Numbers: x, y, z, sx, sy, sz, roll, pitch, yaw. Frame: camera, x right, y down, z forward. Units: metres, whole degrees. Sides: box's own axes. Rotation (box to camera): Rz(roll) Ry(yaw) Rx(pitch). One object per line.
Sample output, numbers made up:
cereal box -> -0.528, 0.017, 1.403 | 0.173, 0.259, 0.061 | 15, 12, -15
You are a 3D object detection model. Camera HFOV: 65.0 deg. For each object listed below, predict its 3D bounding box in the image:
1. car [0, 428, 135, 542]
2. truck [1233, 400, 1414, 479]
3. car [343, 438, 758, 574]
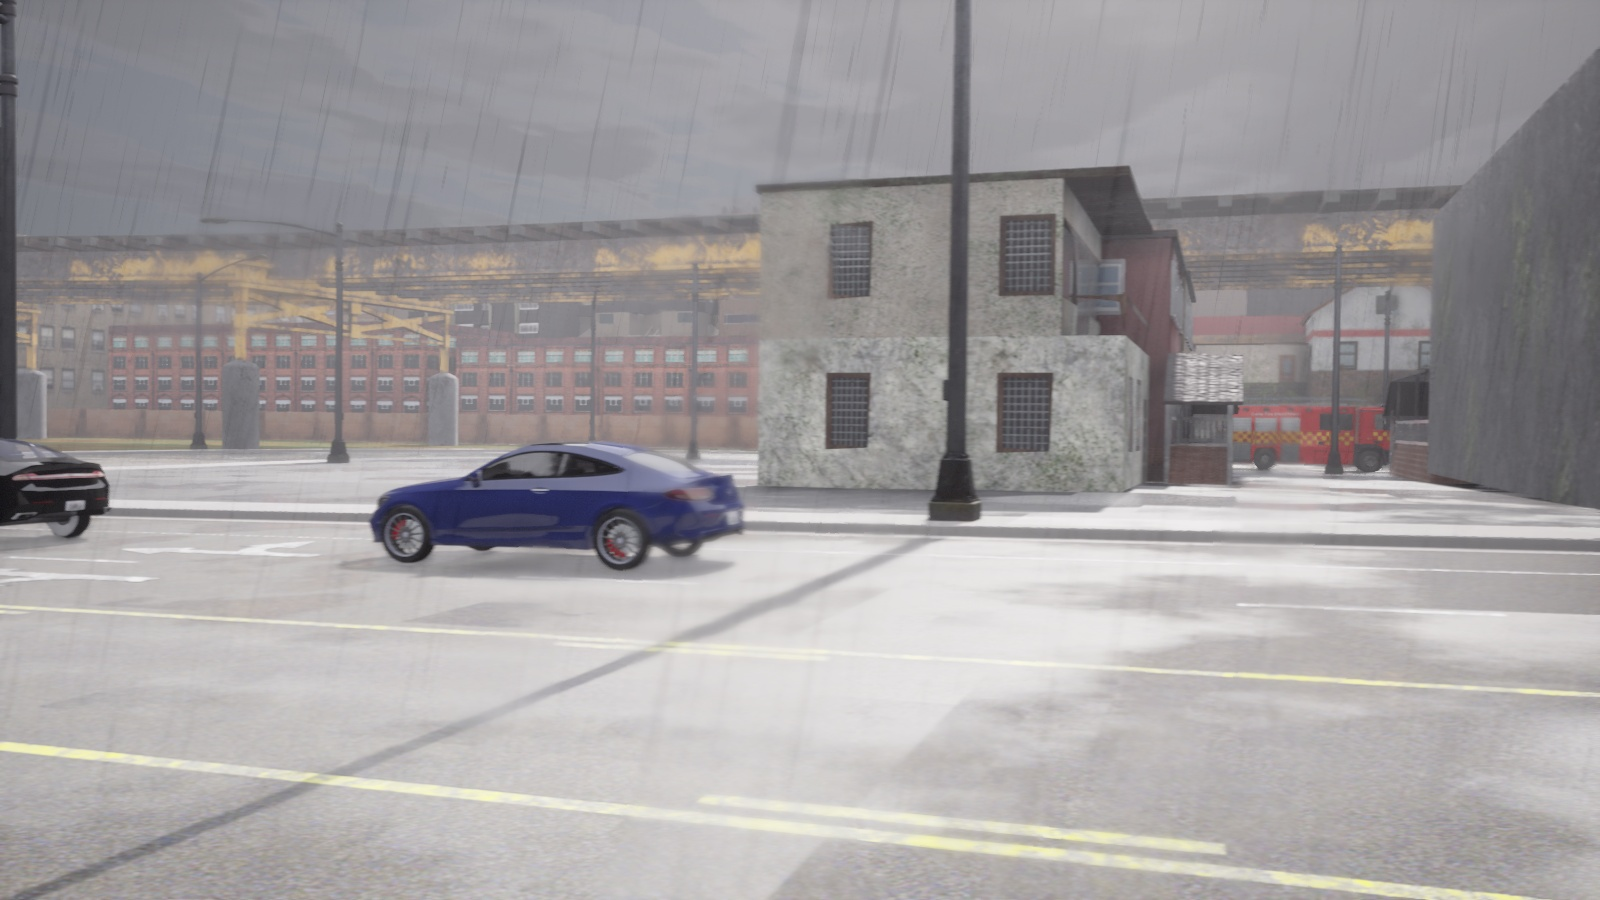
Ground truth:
car -> -12.598, 0.435, 18.510 | 4.902, 1.511, 2.128 | 1, 1, 18
truck -> 27.182, -0.605, 65.684 | 8.468, 3.827, 2.891 | 2, 1, 19
car -> -3.020, 0.595, 15.287 | 4.674, 1.442, 1.812 | 1, 1, 19
